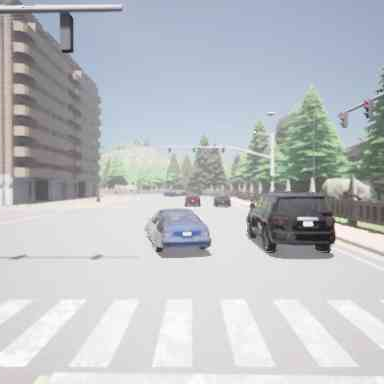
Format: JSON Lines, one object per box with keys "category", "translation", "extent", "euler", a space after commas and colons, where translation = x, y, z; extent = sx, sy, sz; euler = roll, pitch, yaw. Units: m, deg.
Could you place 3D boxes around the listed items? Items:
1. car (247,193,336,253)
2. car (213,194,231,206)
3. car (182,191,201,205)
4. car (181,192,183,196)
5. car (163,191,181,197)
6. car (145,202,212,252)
{"category": "car", "translation": [3.602, 1.039, 12.998], "extent": [2.150, 2.045, 5.566], "euler": [0, 1, 0]}
{"category": "car", "translation": [3.603, 0.926, 40.495], "extent": [2.128, 1.511, 4.902], "euler": [0, 1, 0]}
{"category": "car", "translation": [0.103, 0.890, 42.067], "extent": [1.882, 1.535, 5.008], "euler": [0, 1, 0]}
{"category": "car", "translation": [-1.403, 0.433, 78.295], "extent": [1.812, 1.442, 4.674], "euler": [0, 1, -30]}
{"category": "car", "translation": [-5.093, 0.441, 77.795], "extent": [1.812, 1.442, 4.674], "euler": [0, 1, -30]}
{"category": "car", "translation": [-0.714, 1.363, 13.172], "extent": [2.033, 1.411, 5.357], "euler": [0, 1, -13]}
